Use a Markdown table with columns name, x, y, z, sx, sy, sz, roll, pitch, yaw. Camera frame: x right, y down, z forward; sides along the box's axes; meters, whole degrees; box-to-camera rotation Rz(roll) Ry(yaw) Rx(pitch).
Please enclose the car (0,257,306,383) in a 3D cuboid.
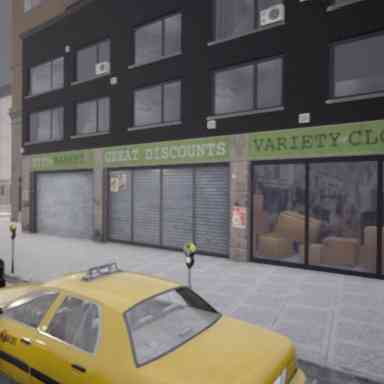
| name | x | y | z | sx | sy | sz | roll | pitch | yaw |
| --- | --- | --- | --- | --- | --- | --- | --- | --- | --- |
| car | -1.232 | 1.525 | 3.962 | 4.829 | 1.417 | 1.752 | 0 | 1 | 35 |
